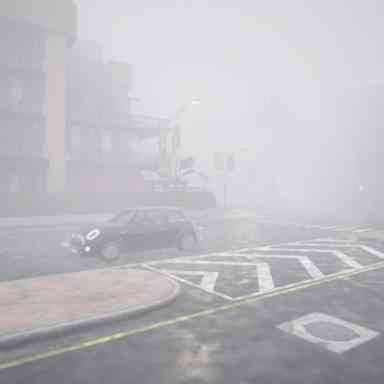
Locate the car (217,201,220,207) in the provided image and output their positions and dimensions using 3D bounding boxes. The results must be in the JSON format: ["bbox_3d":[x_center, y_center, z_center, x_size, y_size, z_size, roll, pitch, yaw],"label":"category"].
[{"bbox_3d":[2.118,1.486,48.623,2.128,1.511,4.902,0,0,-35],"label":"car"}]

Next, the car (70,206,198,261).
[{"bbox_3d":[-2.071,1.351,12.318,4.553,1.767,2.097,0,0,-35],"label":"car"}]

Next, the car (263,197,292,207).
[{"bbox_3d":[13.131,1.484,51.527,2.128,1.511,4.902,0,0,-35],"label":"car"}]
